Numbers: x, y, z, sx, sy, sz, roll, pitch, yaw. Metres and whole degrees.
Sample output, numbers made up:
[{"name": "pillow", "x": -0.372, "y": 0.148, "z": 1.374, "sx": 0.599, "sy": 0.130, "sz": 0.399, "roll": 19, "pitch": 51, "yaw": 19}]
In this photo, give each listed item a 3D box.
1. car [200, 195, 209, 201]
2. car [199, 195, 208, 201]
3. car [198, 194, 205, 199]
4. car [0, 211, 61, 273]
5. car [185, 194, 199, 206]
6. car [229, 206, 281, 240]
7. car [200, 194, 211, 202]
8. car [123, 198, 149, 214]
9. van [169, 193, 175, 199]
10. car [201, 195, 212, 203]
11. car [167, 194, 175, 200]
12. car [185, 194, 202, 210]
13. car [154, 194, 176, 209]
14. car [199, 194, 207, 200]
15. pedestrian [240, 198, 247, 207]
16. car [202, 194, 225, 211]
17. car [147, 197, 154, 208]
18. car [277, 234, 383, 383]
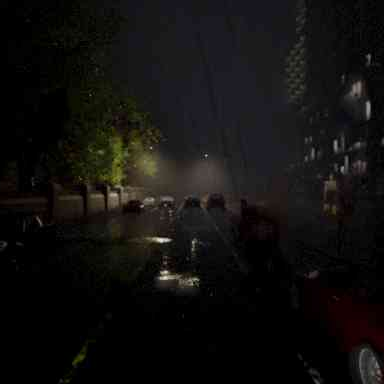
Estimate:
[{"name": "car", "x": 2.689, "y": 1.302, "z": 72.259, "sx": 1.887, "sy": 1.381, "sz": 4.507, "roll": 0, "pitch": 0, "yaw": 0}, {"name": "car", "x": 2.690, "y": 1.312, "z": 77.891, "sx": 1.947, "sy": 1.339, "sz": 4.313, "roll": 0, "pitch": 0, "yaw": 0}, {"name": "car", "x": 2.690, "y": 1.236, "z": 94.958, "sx": 1.752, "sy": 1.417, "sz": 4.829, "roll": 0, "pitch": 0, "yaw": 0}, {"name": "car", "x": -5.691, "y": 1.398, "z": 10.305, "sx": 1.967, "sy": 1.590, "sz": 4.097, "roll": 0, "pitch": 0, "yaw": 0}, {"name": "car", "x": 0.001, "y": 1.170, "z": 51.359, "sx": 2.097, "sy": 1.767, "sz": 4.553, "roll": 0, "pitch": 0, "yaw": 0}, {"name": "car", "x": 3.000, "y": 1.414, "z": 16.650, "sx": 1.882, "sy": 1.535, "sz": 5.008, "roll": 0, "pitch": 0, "yaw": 0}, {"name": "car", "x": 2.690, "y": 1.211, "z": 66.628, "sx": 1.967, "sy": 1.590, "sz": 4.097, "roll": 0, "pitch": 0, "yaw": 0}, {"name": "car", "x": -5.691, "y": 1.463, "z": 32.835, "sx": 1.802, "sy": 1.307, "sz": 4.206, "roll": 0, "pitch": 0, "yaw": 0}, {"name": "van", "x": -5.691, "y": 1.052, "z": 94.788, "sx": 1.690, "sy": 1.788, "sz": 3.998, "roll": 0, "pitch": 0, "yaw": 0}, {"name": "car", "x": 2.690, "y": 1.312, "z": 61.166, "sx": 1.752, "sy": 1.417, "sz": 4.829, "roll": 0, "pitch": 0, "yaw": 0}, {"name": "car", "x": -5.691, "y": 1.288, "z": 89.157, "sx": 1.947, "sy": 1.339, "sz": 4.313, "roll": 0, "pitch": 0, "yaw": 0}, {"name": "car", "x": 0.078, "y": 1.331, "z": 40.958, "sx": 1.882, "sy": 1.535, "sz": 5.008, "roll": 0, "pitch": 0, "yaw": 0}, {"name": "car", "x": -3.089, "y": 1.343, "z": 41.803, "sx": 2.128, "sy": 1.511, "sz": 4.902, "roll": 0, "pitch": 0, "yaw": 0}, {"name": "car", "x": 2.689, "y": 1.279, "z": 83.524, "sx": 1.887, "sy": 1.381, "sz": 4.507, "roll": 0, "pitch": 0, "yaw": 0}, {"name": "pedestrian", "x": 3.000, "y": 1.219, "z": 19.653, "sx": 0.375, "sy": 1.860, "sz": 0.375, "roll": 0, "pitch": 0, "yaw": -3}, {"name": "car", "x": 2.690, "y": 1.177, "z": 38.466, "sx": 2.192, "sy": 1.841, "sz": 5.009, "roll": 0, "pitch": 0, "yaw": 0}, {"name": "car", "x": -5.691, "y": 1.394, "z": 44.100, "sx": 2.008, "sy": 1.369, "sz": 4.403, "roll": 0, "pitch": 0, "yaw": 0}, {"name": "car", "x": 2.689, "y": 1.562, "z": 4.673, "sx": 1.802, "sy": 1.307, "sz": 4.206, "roll": 0, "pitch": 0, "yaw": 0}]
